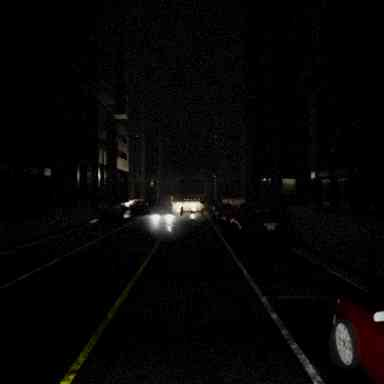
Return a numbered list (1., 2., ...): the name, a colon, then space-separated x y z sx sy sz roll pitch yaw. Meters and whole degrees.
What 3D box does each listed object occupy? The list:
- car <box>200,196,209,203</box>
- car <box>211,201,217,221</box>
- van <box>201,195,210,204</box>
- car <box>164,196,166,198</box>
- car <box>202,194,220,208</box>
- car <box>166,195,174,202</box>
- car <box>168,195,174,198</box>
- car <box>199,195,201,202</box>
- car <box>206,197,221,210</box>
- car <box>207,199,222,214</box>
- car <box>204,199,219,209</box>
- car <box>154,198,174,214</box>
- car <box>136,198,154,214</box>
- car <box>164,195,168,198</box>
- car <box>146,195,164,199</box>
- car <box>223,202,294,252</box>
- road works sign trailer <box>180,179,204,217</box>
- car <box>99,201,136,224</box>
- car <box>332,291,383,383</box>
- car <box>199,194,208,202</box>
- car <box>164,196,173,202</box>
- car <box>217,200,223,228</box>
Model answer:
1. car: 2.768 1.628 75.621 1.967 1.590 4.097 0 0 0
2. car: 2.763 1.627 25.205 1.947 1.339 4.313 0 0 0
3. van: 2.767 1.515 70.020 1.690 1.788 3.998 0 0 0
4. car: -5.759 1.697 53.212 1.947 1.339 4.313 0 0 0
5. car: 2.764 1.418 42.011 2.192 1.841 5.009 0 0 0
6. car: -5.756 1.657 86.825 1.967 1.590 4.097 0 0 0
7. car: -5.757 1.503 75.621 2.192 1.841 5.009 0 0 0
8. car: 2.767 1.599 64.418 1.967 1.590 4.097 0 0 0
9. car: 2.764 1.615 36.578 1.752 1.417 4.829 0 0 0
10. car: 2.763 1.626 30.807 2.008 1.369 4.403 0 0 0
11. car: 2.766 1.699 47.612 1.802 1.307 4.206 0 0 0
12. car: -3.093 1.691 36.832 1.895 1.301 4.718 0 0 0
13. car: -5.761 1.640 36.405 2.008 1.369 4.403 0 0 0
14. car: -5.759 1.585 58.814 1.967 1.590 4.097 0 0 0
15. car: -5.761 1.432 47.611 2.192 1.841 5.009 0 0 0
16. car: 2.761 1.349 14.002 2.192 1.841 5.009 0 0 0
17. road works sign trailer: 0.004 0.544 32.610 2.380 3.560 2.880 0 0 0
18. car: -5.762 1.606 25.201 1.887 1.381 4.507 0 0 0
19. car: 2.760 1.552 2.798 1.887 1.381 4.507 0 0 0
20. car: 2.768 1.518 81.224 2.192 1.841 5.009 0 0 0
21. car: -5.756 1.727 81.053 1.752 1.417 4.829 0 0 0
22. car: 2.762 1.488 19.604 1.967 1.590 4.097 0 0 0
